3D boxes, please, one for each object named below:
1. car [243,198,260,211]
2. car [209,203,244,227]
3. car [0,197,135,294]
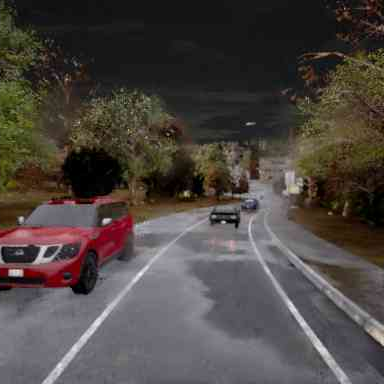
[{"bbox_3d":[7.453,1.551,42.138,1.812,1.442,4.674,2,0,18],"label":"car"},{"bbox_3d":[2.369,1.586,22.870,1.895,1.301,4.718,1,0,10],"label":"car"},{"bbox_3d":[-3.135,1.179,9.074,2.150,2.045,5.566,0,0,4],"label":"car"}]
